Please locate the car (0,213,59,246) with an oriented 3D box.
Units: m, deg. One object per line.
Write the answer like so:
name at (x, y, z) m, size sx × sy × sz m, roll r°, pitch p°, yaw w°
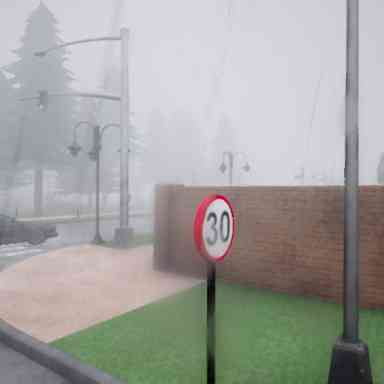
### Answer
car at (-7.837, 1.456, 12.453) m, size 2.033 × 1.411 × 5.357 m, roll 0°, pitch 0°, yaw 34°
